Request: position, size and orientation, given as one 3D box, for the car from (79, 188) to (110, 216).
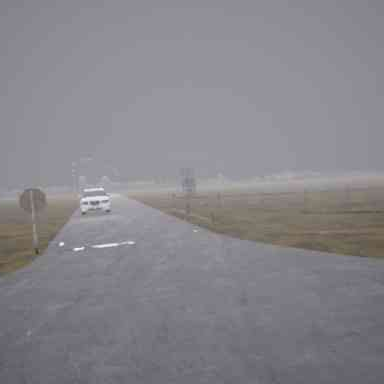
[{"bbox_3d":[-8.079,0.742,27.737,2.150,2.045,5.566,-5,3,-16],"label":"car"}]
